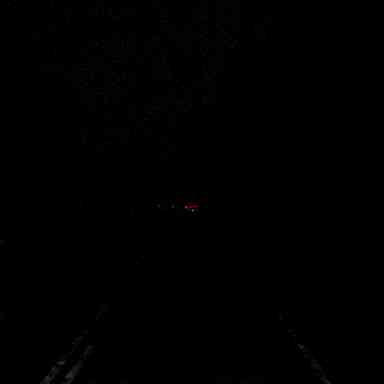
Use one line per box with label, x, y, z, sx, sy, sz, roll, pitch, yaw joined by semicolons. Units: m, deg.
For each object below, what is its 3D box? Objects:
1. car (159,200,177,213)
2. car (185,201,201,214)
car;-3.221;1.823;44.899;2.097;1.767;4.553;0;-1;1
car;0.154;1.926;41.231;1.837;1.490;4.892;0;-1;0
